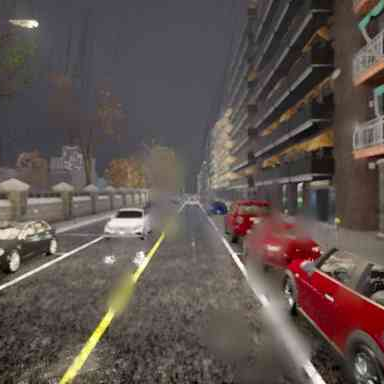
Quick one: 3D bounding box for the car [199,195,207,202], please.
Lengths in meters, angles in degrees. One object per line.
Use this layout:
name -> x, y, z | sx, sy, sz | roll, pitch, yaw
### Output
car -> 2.712, 1.614, 83.688 | 1.967, 1.590, 4.097 | 0, 0, 0

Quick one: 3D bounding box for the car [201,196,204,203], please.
car -> 2.705, 1.625, 49.908 | 1.887, 1.381, 4.507 | 0, 0, 0

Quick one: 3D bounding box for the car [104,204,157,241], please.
car -> -3.095, 1.548, 17.050 | 1.812, 1.442, 4.674 | 0, 0, 0

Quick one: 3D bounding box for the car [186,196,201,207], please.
car -> 0.018, 1.685, 51.575 | 1.895, 1.301, 4.718 | 0, 0, 0

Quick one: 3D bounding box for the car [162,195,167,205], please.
car -> -5.675, 1.673, 55.541 | 1.802, 1.307, 4.206 | 0, 0, 0

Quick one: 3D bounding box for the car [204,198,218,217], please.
car -> 2.360, 1.574, 31.835 | 1.812, 1.442, 4.674 | 0, 0, 0

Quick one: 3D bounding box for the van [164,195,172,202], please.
van -> -5.670, 1.497, 78.059 | 1.690, 1.788, 3.998 | 0, 0, 0

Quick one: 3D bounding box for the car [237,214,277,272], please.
car -> 2.695, 1.594, 10.495 | 1.802, 1.307, 4.206 | 0, 0, 0

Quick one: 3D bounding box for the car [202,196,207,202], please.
car -> 2.703, 1.621, 44.277 | 2.008, 1.369, 4.403 | 0, 0, 0

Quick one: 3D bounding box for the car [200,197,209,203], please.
car -> 2.709, 1.720, 72.426 | 1.802, 1.307, 4.206 | 0, 0, 0

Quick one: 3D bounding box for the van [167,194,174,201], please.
van -> -5.667, 1.534, 89.320 | 1.690, 1.788, 3.998 | 0, 0, 0

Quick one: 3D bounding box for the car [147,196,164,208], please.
car -> -5.676, 1.647, 49.910 | 1.947, 1.339, 4.313 | 0, 0, 0

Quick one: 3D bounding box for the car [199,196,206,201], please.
car -> 2.713, 1.774, 89.318 | 1.802, 1.307, 4.206 | 0, 0, 0

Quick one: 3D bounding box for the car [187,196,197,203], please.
car -> 0.019, 1.592, 69.766 | 1.895, 1.301, 4.718 | 0, 0, 0

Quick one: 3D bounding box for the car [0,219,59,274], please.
car -> -5.685, 1.563, 10.496 | 2.008, 1.369, 4.403 | 0, 0, 0

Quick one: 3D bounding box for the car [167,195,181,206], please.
car -> -3.030, 1.698, 58.676 | 1.895, 1.301, 4.718 | 0, 0, 1

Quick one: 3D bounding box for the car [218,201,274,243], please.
car -> 2.697, 1.336, 16.125 | 2.192, 1.841, 5.009 | 0, 0, 0

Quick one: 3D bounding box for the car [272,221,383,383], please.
car -> 2.694, 1.445, 4.864 | 1.967, 1.590, 4.097 | 0, 0, 0
